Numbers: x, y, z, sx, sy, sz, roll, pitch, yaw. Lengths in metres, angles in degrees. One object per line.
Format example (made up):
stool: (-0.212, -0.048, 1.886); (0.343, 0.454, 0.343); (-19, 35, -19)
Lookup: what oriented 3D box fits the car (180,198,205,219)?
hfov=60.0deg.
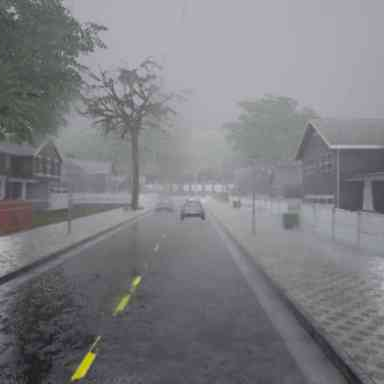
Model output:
car: (0.065, 1.484, 27.824); (1.994, 1.385, 4.181); (0, 0, 0)

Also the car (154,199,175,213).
car: (-2.778, 1.444, 35.017); (2.033, 1.411, 5.357); (0, 0, 0)
